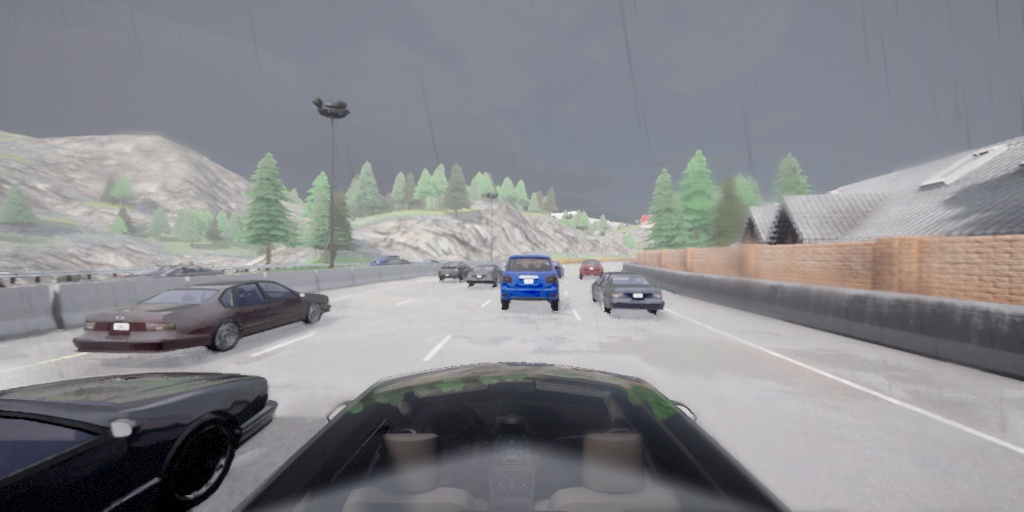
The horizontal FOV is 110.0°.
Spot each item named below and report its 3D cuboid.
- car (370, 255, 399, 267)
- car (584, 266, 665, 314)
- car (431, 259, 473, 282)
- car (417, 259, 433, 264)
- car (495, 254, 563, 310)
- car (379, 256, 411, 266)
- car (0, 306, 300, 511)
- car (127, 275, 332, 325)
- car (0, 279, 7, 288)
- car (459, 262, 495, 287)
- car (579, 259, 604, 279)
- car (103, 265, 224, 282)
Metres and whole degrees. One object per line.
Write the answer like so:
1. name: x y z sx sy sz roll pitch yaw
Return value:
1. car: -19.362 0.864 55.216 2.150 2.045 5.566 0 0 18
2. car: 4.215 1.296 13.842 2.033 1.411 5.357 0 0 5
3. car: -4.304 1.202 28.559 2.128 1.511 4.902 0 0 10
4. car: -12.527 1.188 53.614 1.812 1.442 4.674 0 0 18
5. car: 0.827 0.960 14.939 2.150 2.045 5.566 0 0 5
6. car: -16.629 1.158 52.244 1.837 1.490 4.892 0 0 18
7. car: -3.369 1.289 1.233 2.033 1.411 5.357 0 0 0
8. car: -6.661 1.272 8.737 2.033 1.411 5.357 0 0 3
9. car: -20.636 1.210 11.984 1.812 1.442 4.674 0 0 4
10. car: -1.584 1.270 23.957 2.033 1.411 5.357 0 0 9
11. car: 7.236 1.089 32.612 2.097 1.767 4.553 0 0 12
12. car: -16.672 1.181 17.448 2.128 1.511 4.902 0 0 6
